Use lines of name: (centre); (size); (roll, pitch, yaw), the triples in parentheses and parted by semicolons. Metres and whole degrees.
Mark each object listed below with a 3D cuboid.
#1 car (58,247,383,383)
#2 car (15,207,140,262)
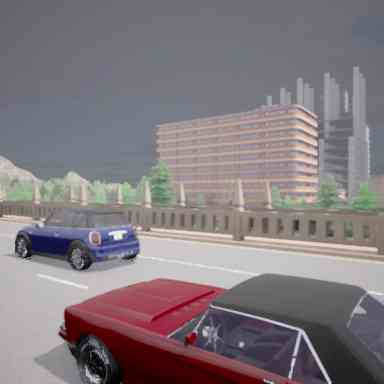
car: (0.676, 1.602, 3.526); (4.718, 1.301, 1.895); (0, 0, 35)
car: (-3.924, 1.348, 11.119); (4.553, 1.767, 2.097); (0, 0, 36)
